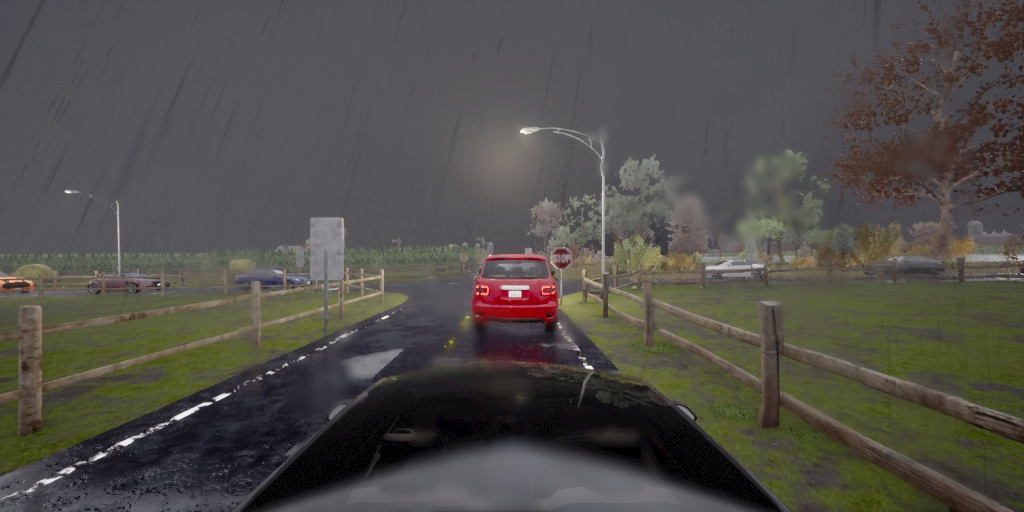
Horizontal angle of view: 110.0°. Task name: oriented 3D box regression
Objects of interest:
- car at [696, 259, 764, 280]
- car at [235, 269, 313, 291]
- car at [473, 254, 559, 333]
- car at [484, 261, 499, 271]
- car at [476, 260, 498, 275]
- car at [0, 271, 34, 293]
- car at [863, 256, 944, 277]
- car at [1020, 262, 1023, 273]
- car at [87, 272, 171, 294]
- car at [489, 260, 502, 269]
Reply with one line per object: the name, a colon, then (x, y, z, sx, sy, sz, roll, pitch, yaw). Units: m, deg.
car: (16.076, 0.975, 26.336, 4.674, 1.442, 1.812, -1, 0, 1)
car: (-15.864, 1.557, 23.968, 4.674, 1.442, 1.812, -1, 0, 3)
car: (0.150, 0.973, 10.942, 2.150, 2.045, 5.566, 0, 0, 2)
car: (-2.811, 1.397, 50.393, 1.895, 1.301, 4.718, 0, 0, 0)
car: (-2.805, 1.274, 40.891, 2.128, 1.511, 4.902, 0, 0, 0)
car: (-35.803, 1.759, 24.406, 4.553, 1.767, 2.097, -1, 0, 1)
car: (28.429, 0.760, 26.094, 4.674, 1.442, 1.812, -1, 0, 1)
car: (35.758, 0.639, 23.006, 4.674, 1.442, 1.812, -1, 0, 1)
car: (-25.782, 1.780, 24.203, 4.181, 1.385, 1.994, -1, 0, 1)
car: (-2.758, 1.363, 61.058, 2.033, 1.411, 5.357, 0, 0, 1)
